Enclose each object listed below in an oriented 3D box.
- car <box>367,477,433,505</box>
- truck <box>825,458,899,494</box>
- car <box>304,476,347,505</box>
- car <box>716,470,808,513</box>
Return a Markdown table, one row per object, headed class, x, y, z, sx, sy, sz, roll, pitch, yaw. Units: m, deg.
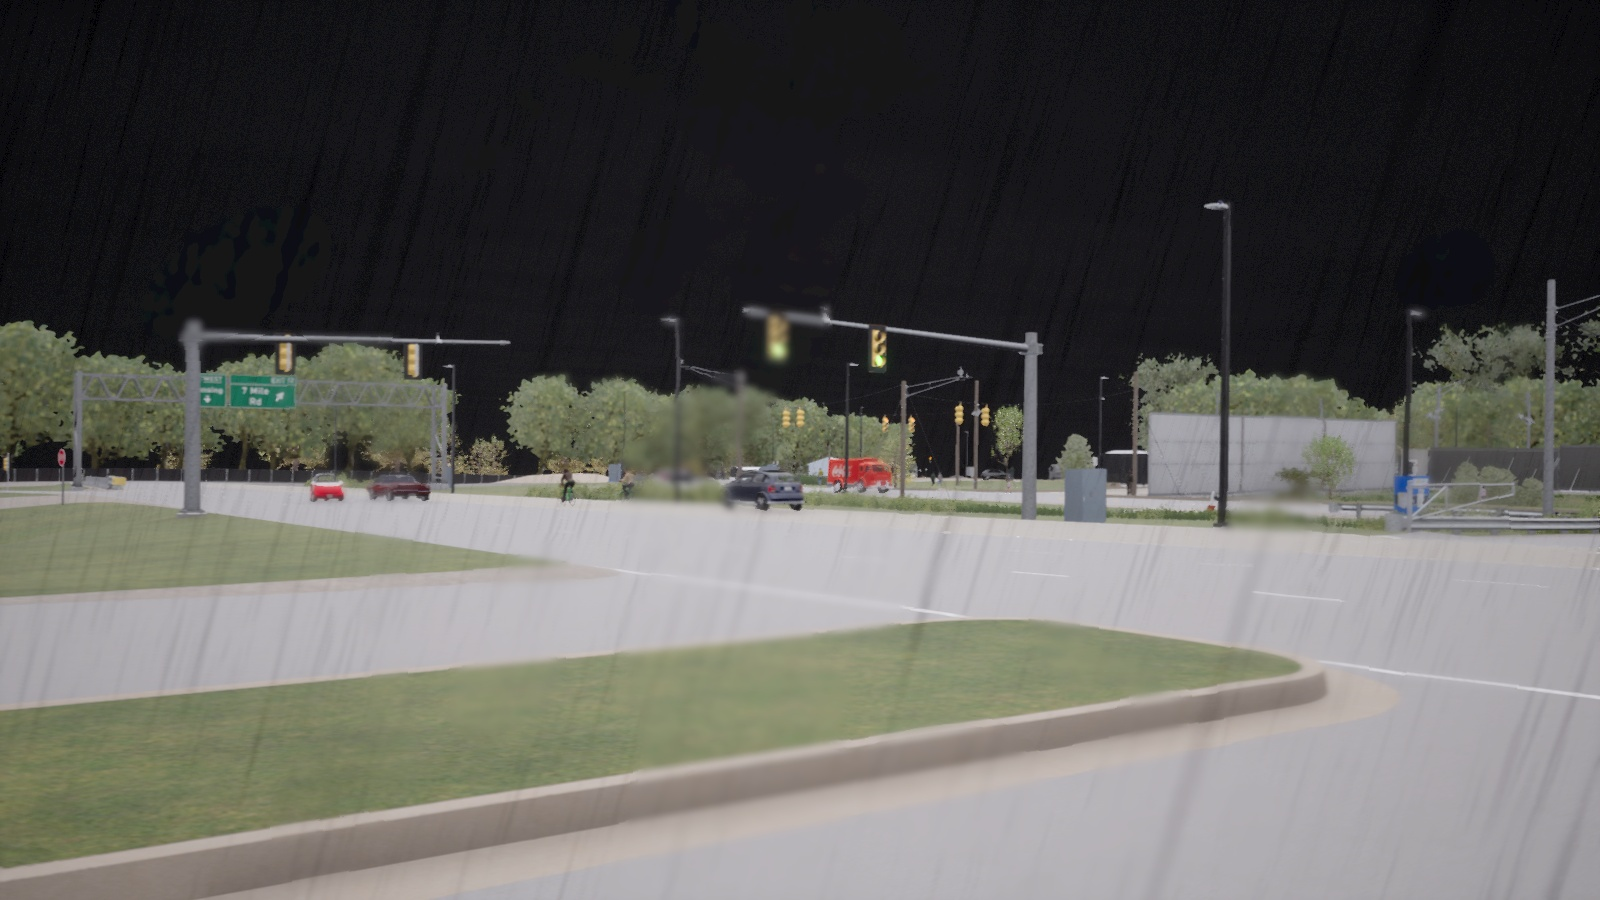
| class | x | y | z | sx | sy | sz | roll | pitch | yaw |
| --- | --- | --- | --- | --- | --- | --- | --- | --- | --- |
| car | -20.090 | 2.019 | 62.944 | 1.895 | 1.301 | 4.718 | 0 | -1 | -35 |
| truck | 4.362 | 1.818 | 88.849 | 2.627 | 2.467 | 5.204 | 0 | 0 | -34 |
| car | -23.104 | 1.969 | 61.151 | 1.481 | 1.376 | 2.207 | 0 | -1 | -34 |
| car | -1.488 | 1.565 | 48.238 | 1.789 | 1.549 | 3.705 | 0 | -1 | -34 |
